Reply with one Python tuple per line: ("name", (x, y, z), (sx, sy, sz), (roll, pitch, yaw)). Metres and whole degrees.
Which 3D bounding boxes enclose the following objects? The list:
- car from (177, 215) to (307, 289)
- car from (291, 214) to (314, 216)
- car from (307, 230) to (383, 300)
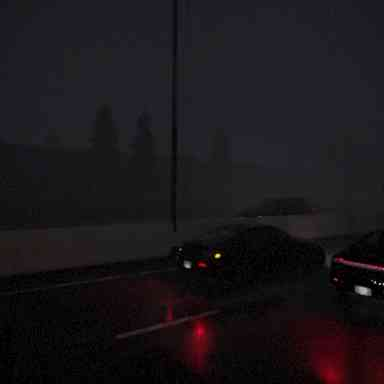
("car", (1.772, 1.583, 9.309), (4.674, 1.442, 1.812), (1, 0, -36))
("car", (5.251, 1.357, 20.637), (5.566, 2.045, 2.150), (0, 0, -35))
("car", (5.017, 1.562, 7.326), (4.902, 1.511, 2.128), (1, 0, -35))
